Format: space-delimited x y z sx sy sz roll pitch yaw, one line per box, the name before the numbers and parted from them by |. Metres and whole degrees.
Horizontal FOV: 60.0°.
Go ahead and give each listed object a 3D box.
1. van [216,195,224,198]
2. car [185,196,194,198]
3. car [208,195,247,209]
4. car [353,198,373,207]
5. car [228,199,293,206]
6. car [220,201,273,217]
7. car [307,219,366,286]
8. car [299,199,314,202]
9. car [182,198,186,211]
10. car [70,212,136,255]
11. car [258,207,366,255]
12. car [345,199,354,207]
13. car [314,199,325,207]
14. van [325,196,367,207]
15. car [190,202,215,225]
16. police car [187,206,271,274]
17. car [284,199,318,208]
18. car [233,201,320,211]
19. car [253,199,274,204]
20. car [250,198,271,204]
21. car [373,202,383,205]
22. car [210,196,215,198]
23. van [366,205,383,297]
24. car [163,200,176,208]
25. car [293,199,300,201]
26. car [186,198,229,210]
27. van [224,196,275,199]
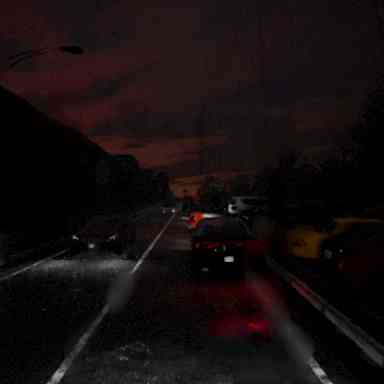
van | 5.209 1.447 36.044 4.442 1.987 1.878 0 0 0
car | -0.472 1.736 62.236 2.150 2.045 5.566 0 -1 0
car | 5.245 1.547 50.059 5.566 2.045 2.435 0 -1 0
car | 18.267 1.632 30.652 5.366 1.575 1.946 0 0 0
car | 5.394 1.613 27.633 5.008 1.535 2.097 0 0 -1
car | 5.343 1.654 33.239 4.892 1.521 2.231 0 0 0
car | 5.606 1.533 8.015 4.792 1.488 2.163 0 0 -1
car | 18.318 1.808 47.358 4.674 1.452 2.002 0 -1 0
car | -0.323 1.848 46.308 1.994 1.385 4.181 0 -1 0
car | -3.449 1.585 13.705 1.812 1.442 4.674 0 0 0
car | 5.521 1.526 13.617 5.008 1.535 2.097 0 0 -1
car | 18.425 1.694 33.438 4.674 1.452 2.002 0 0 0
car | 18.327 1.590 41.791 4.553 1.767 2.185 0 0 0
van | 18.497 1.467 39.013 4.442 1.987 1.878 0 0 0
car | 0.775 1.645 26.732 1.837 1.490 4.892 0 0 0
police car | 0.898 1.471 10.813 1.930 1.638 5.238 0 0 0
car | 18.251 1.870 55.713 5.008 1.535 2.097 0 -1 0
car | 5.445 1.575 22.022 4.892 1.521 2.231 0 0 0
car | 18.055 2.378 84.193 4.674 1.452 2.002 0 -1 0
car | 18.041 2.390 87.342 5.008 1.535 2.097 0 -1 0
car | 18.472 1.615 27.867 5.008 1.535 2.097 0 0 -1
car | 5.308 1.464 41.650 5.566 2.045 2.435 0 0 0
van | 5.486 1.267 5.211 4.442 1.987 1.878 0 0 -1
car | -3.741 1.995 55.106 1.895 1.301 4.718 0 -1 0
car | 18.301 1.798 50.145 5.008 1.535 2.097 0 -1 0
car | 0.821 1.450 20.694 2.097 1.767 4.553 0 0 0
van | 5.490 1.407 30.439 4.442 1.987 1.878 0 0 -1
